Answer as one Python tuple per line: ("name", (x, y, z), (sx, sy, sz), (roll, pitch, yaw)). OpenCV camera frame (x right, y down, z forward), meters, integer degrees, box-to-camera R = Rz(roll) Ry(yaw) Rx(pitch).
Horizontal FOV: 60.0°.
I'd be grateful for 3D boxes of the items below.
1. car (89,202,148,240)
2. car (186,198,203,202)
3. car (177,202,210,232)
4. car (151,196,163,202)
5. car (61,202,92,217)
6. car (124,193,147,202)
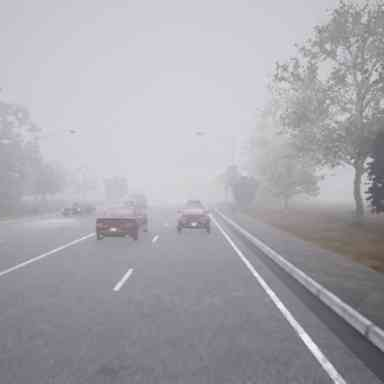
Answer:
("car", (-3.413, 1.477, 16.933), (1.882, 1.535, 5.008), (0, 0, 0))
("car", (0.291, 1.491, 40.901), (2.128, 1.511, 4.902), (0, 0, 1))
("car", (0.100, 1.525, 19.859), (1.812, 1.442, 4.674), (0, 0, 0))
("car", (-7.588, 1.507, 72.447), (1.812, 1.442, 4.674), (0, 0, 10))
("car", (-10.561, 1.599, 31.198), (1.895, 1.301, 4.718), (0, 0, 1))
("car", (-6.896, 1.217, 41.217), (2.150, 2.045, 5.566), (0, 0, 2))
